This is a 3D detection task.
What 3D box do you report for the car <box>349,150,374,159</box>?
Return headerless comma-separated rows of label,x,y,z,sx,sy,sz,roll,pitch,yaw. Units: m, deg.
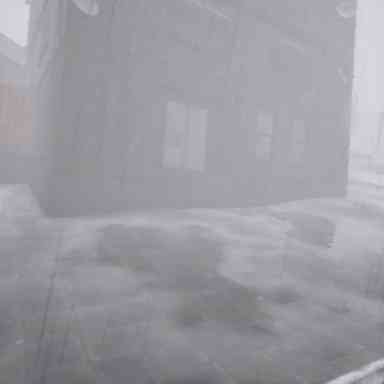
car,18.169,-3.982,37.899,4.553,1.767,2.185,3,-2,11
